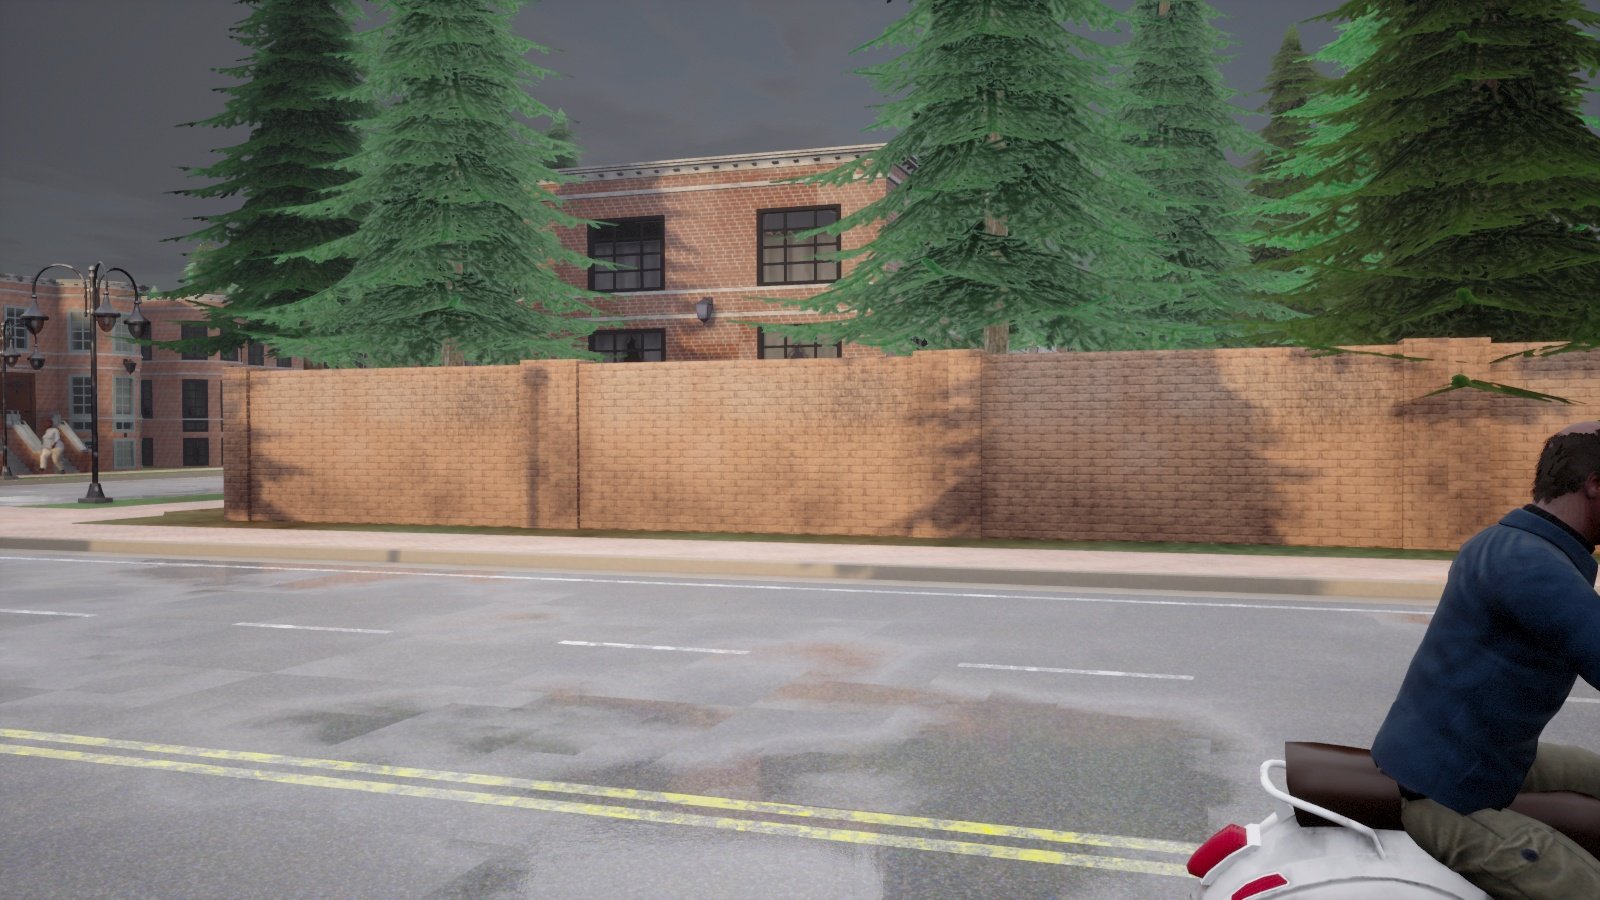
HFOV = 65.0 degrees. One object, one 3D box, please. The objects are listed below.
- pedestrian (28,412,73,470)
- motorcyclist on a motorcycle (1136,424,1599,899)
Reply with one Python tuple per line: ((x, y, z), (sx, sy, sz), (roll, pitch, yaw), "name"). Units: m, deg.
((-24.522, -0.295, 41.102), (0.874, 1.855, 0.900), (1, 1, 20), "pedestrian")
((1.671, 0.744, 2.630), (1.817, 1.590, 0.866), (1, 1, 19), "motorcyclist on a motorcycle")
